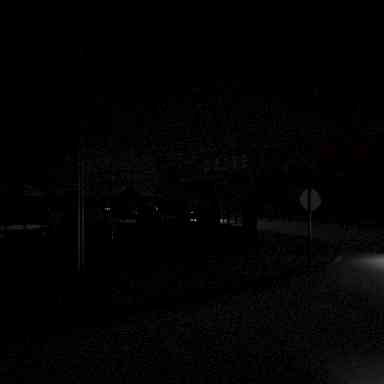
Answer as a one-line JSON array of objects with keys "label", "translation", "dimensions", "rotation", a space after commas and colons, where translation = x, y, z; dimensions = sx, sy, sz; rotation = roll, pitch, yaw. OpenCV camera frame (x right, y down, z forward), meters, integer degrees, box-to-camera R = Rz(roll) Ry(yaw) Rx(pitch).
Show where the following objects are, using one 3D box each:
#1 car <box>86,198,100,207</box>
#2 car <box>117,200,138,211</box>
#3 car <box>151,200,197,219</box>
[{"label": "car", "translation": [-13.928, 1.526, 47.284], "dimensions": [1.812, 1.442, 4.674], "rotation": [0, 0, -35]}, {"label": "car", "translation": [-7.482, 1.547, 38.140], "dimensions": [2.033, 1.411, 5.357], "rotation": [0, 0, -35]}, {"label": "car", "translation": [-1.427, 1.505, 29.629], "dimensions": [1.837, 1.490, 4.892], "rotation": [0, 0, -35]}]
